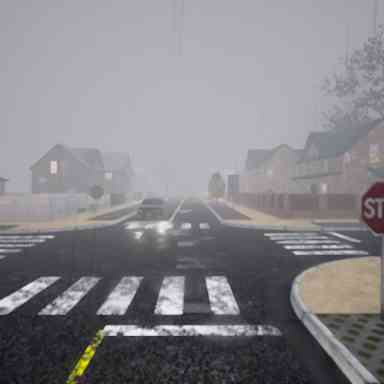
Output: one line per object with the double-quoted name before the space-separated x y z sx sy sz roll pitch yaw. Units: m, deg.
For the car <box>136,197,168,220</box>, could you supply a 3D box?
"car" -2.812 1.137 24.333 1.882 1.535 5.008 0 2 0
